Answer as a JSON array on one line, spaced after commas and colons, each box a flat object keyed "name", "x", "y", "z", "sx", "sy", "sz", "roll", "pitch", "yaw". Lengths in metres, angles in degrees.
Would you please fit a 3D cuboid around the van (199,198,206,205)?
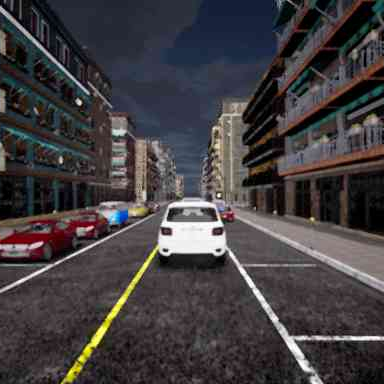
[{"name": "van", "x": 2.835, "y": 2.505, "z": 90.191, "sx": 1.690, "sy": 1.788, "sz": 3.998, "roll": -1, "pitch": -1, "yaw": 0}]

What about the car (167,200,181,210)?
[{"name": "car", "x": -3.003, "y": 2.188, "z": 57.554, "sx": 2.128, "sy": 1.511, "sz": 4.902, "roll": 0, "pitch": -1, "yaw": 0}]

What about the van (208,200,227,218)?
[{"name": "van", "x": 2.693, "y": 1.748, "z": 35.313, "sx": 1.690, "sy": 1.788, "sz": 3.998, "roll": 0, "pitch": -1, "yaw": 0}]

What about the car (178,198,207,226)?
[{"name": "car", "x": 0.017, "y": 1.538, "z": 27.550, "sx": 2.150, "sy": 2.045, "sz": 5.566, "roll": 0, "pitch": 0, "yaw": 0}]

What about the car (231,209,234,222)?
[{"name": "car", "x": 2.694, "y": 1.883, "z": 29.650, "sx": 1.887, "sy": 1.381, "sz": 4.507, "roll": 0, "pitch": -1, "yaw": 0}]

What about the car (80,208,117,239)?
[{"name": "car", "x": -5.689, "y": 1.787, "z": 18.355, "sx": 1.802, "sy": 1.307, "sz": 4.206, "roll": 0, "pitch": -1, "yaw": 0}]

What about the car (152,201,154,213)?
[{"name": "car", "x": -5.684, "y": 2.044, "z": 41.000, "sx": 1.947, "sy": 1.339, "sz": 4.313, "roll": 0, "pitch": -1, "yaw": 0}]

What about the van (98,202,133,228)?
[{"name": "van", "x": -5.690, "y": 1.613, "z": 24.020, "sx": 1.690, "sy": 1.788, "sz": 3.998, "roll": 0, "pitch": -1, "yaw": 0}]

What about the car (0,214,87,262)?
[{"name": "car", "x": -5.690, "y": 1.722, "z": 12.694, "sx": 1.802, "sy": 1.307, "sz": 4.206, "roll": 0, "pitch": -1, "yaw": 0}]

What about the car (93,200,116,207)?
[{"name": "car", "x": -17.716, "y": 2.297, "z": 67.481, "sx": 4.206, "sy": 1.307, "sz": 1.802, "roll": 1, "pitch": -1, "yaw": 0}]

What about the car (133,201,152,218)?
[{"name": "car", "x": -5.685, "y": 1.931, "z": 35.169, "sx": 1.752, "sy": 1.417, "sz": 4.829, "roll": 0, "pitch": -1, "yaw": 0}]

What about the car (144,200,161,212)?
[{"name": "car", "x": -5.725, "y": 2.014, "z": 48.512, "sx": 1.967, "sy": 1.590, "sz": 4.097, "roll": 0, "pitch": -1, "yaw": 0}]

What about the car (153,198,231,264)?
[{"name": "car", "x": 0.013, "y": 1.364, "z": 12.554, "sx": 2.150, "sy": 2.045, "sz": 5.566, "roll": 0, "pitch": 0, "yaw": 0}]

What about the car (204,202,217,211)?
[{"name": "car", "x": 2.807, "y": 2.206, "z": 52.289, "sx": 1.802, "sy": 1.307, "sz": 4.206, "roll": 0, "pitch": -1, "yaw": 0}]
